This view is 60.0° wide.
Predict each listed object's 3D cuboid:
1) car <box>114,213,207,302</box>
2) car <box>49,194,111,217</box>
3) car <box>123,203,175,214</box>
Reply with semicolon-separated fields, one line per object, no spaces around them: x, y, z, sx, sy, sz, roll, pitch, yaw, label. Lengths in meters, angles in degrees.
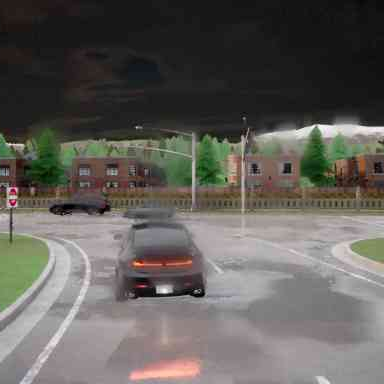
-0.885;1.505;8.386;1.837;1.490;4.892;0;0;-9;car
-10.399;1.223;31.183;5.566;2.045;2.150;0;0;6;car
-3.475;1.564;26.938;4.181;1.385;1.994;0;0;6;car
